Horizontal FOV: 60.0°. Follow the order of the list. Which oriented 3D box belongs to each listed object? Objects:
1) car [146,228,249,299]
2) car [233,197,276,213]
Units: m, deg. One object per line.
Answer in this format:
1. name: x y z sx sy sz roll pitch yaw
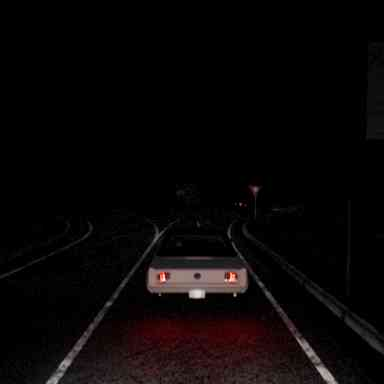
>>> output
1. car: 0.106 1.534 8.227 1.895 1.301 4.718 0 0 0
2. car: 6.177 1.170 32.499 2.033 1.411 5.357 2 2 42
